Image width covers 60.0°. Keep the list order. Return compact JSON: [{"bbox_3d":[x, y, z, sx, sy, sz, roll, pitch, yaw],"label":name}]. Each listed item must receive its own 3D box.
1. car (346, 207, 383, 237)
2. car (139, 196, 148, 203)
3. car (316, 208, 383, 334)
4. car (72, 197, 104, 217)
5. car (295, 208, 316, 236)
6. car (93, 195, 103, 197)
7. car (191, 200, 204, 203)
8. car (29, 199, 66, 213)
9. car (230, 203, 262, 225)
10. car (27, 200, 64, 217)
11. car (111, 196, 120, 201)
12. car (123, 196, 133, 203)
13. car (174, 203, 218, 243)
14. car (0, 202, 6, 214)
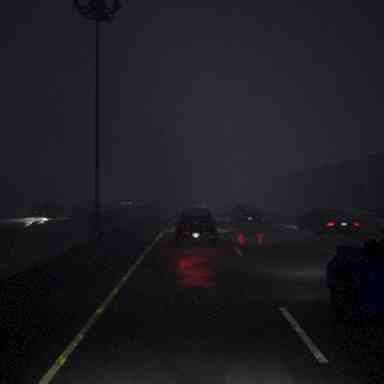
[{"bbox_3d":[10.745,1.628,18.831,1.895,1.301,4.718,0,0,1],"label":"car"},{"bbox_3d":[-10.400,1.586,71.597,1.837,1.490,4.892,0,0,-4],"label":"car"},{"bbox_3d":[3.599,1.229,3.873,2.150,2.045,5.566,0,0,0],"label":"car"},{"bbox_3d":[-10.143,1.523,32.669,1.882,1.535,5.008,0,0,1],"label":"car"},{"bbox_3d":[7.228,1.574,18.208,2.033,1.411,5.357,0,0,1],"label":"car"},{"bbox_3d":[-21.279,1.377,75.502,2.097,1.767,4.553,0,0,-5],"label":"car"},{"bbox_3d":[0.637,1.577,36.626,1.812,1.442,4.674,0,0,1],"label":"car"},{"bbox_3d":[-17.002,1.603,39.550,2.033,1.411,5.357,0,0,1],"label":"car"},{"bbox_3d":[3.866,1.560,24.223,1.812,1.442,4.674,0,0,1],"label":"car"},{"bbox_3d":[-13.683,1.608,31.303,1.994,1.385,4.181,0,0,1],"label":"car"},{"bbox_3d":[-18.165,1.521,79.210,1.882,1.535,5.008,0,0,-7],"label":"car"},{"bbox_3d":[-14.074,1.615,73.678,2.033,1.411,5.357,0,0,-4],"label":"car"},{"bbox_3d":[0.202,1.529,16.286,1.837,1.490,4.892,0,0,1],"label":"car"},{"bbox_3d":[-20.632,1.553,33.302,1.837,1.490,4.892,0,-1,1],"label":"car"}]
